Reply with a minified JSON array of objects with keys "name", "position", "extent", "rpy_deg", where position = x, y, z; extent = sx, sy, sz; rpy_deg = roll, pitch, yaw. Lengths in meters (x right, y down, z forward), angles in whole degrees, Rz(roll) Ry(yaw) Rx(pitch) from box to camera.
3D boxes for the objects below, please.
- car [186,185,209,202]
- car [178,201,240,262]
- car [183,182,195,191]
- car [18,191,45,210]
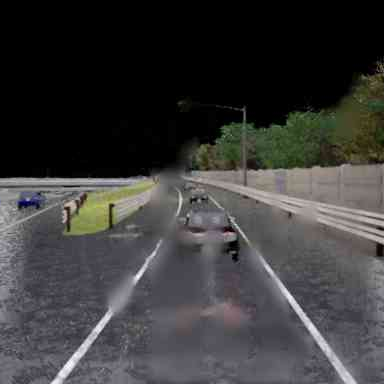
[{"name":"car","position":[0.640,0.370,34.467],"extent":[1.895,1.301,4.718],"rpy_deg":[-1,4,-1]},{"name":"car","position":[0.534,1.338,11.626],"extent":[2.128,1.511,4.902],"rpy_deg":[-1,2,2]},{"name":"car","position":[-0.459,-0.977,55.380],"extent":[2.033,1.411,5.357],"rpy_deg":[-1,4,-4]},{"name":"car","position":[-18.229,0.893,37.914],"extent":[2.150,2.045,5.566],"rpy_deg":[-1,1,-17]}]
